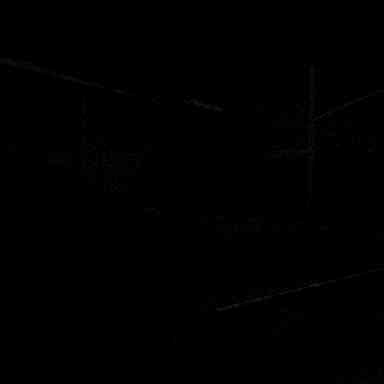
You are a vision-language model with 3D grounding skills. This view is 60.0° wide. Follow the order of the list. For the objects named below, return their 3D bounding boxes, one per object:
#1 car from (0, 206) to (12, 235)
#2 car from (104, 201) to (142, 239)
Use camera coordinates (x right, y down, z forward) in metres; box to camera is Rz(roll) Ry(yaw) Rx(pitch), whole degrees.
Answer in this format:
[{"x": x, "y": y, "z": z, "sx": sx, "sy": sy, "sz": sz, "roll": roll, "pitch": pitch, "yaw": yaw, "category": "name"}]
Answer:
[{"x": -11.506, "y": 1.523, "z": 18.582, "sx": 2.242, "sy": 1.667, "sz": 4.611, "roll": 1, "pitch": 0, "yaw": -35, "category": "car"}, {"x": -4.377, "y": 1.448, "z": 18.316, "sx": 1.905, "sy": 1.878, "sz": 3.866, "roll": 1, "pitch": 0, "yaw": -35, "category": "car"}]
